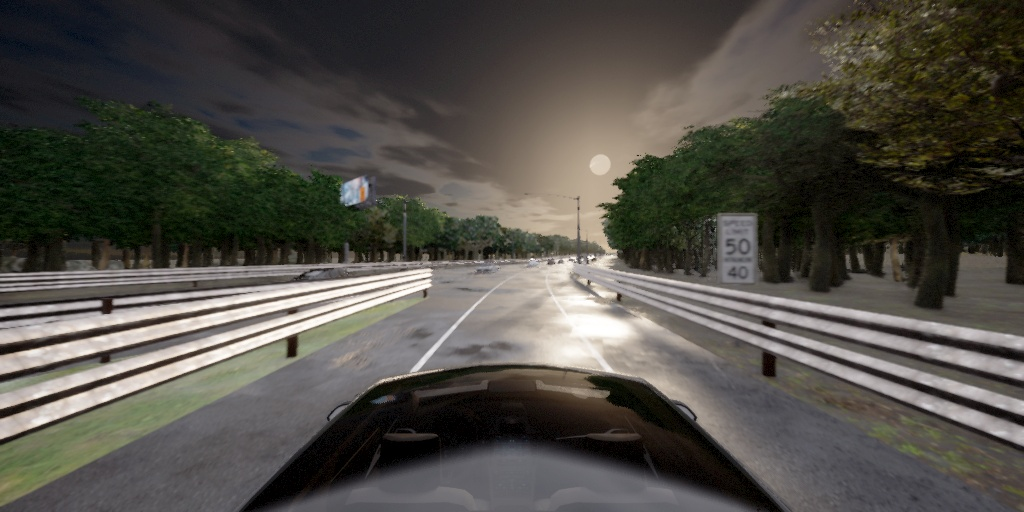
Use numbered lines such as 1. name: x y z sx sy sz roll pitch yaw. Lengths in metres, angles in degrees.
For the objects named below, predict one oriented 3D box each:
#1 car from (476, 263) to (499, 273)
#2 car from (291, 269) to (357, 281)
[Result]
1. car: -3.176 1.572 48.102 1.895 1.301 4.718 -1 0 15
2. car: -10.529 1.497 21.060 1.837 1.490 4.892 0 0 15
